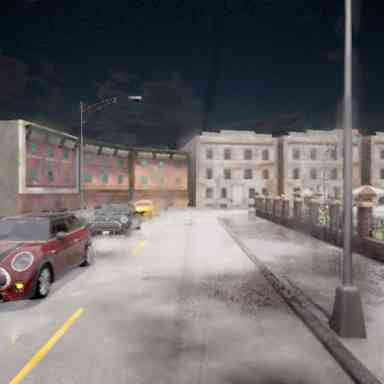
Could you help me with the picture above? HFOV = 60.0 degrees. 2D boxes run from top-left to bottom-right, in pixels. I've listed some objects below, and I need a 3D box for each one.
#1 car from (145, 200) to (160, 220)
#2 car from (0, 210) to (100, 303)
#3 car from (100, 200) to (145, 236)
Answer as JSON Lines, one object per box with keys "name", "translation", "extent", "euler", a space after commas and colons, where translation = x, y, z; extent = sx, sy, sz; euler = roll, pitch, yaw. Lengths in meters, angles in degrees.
{"name": "car", "translation": [-4.018, 1.464, 28.456], "extent": [1.882, 1.535, 5.008], "euler": [0, 0, 5]}
{"name": "car", "translation": [-4.088, 1.348, 8.362], "extent": [2.097, 1.767, 4.553], "euler": [0, 0, 0]}
{"name": "car", "translation": [-4.084, 1.343, 18.075], "extent": [2.097, 1.767, 4.553], "euler": [0, 0, 0]}
